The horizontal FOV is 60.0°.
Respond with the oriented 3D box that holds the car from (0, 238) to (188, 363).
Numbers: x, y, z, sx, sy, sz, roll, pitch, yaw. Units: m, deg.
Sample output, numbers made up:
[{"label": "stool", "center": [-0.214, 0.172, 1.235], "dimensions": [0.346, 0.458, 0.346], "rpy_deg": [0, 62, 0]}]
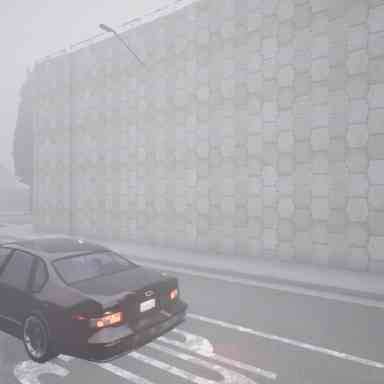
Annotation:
[{"label": "car", "center": [-2.638, 1.547, 5.859], "dimensions": [5.357, 1.411, 2.033], "rpy_deg": [0, 0, 35]}]
